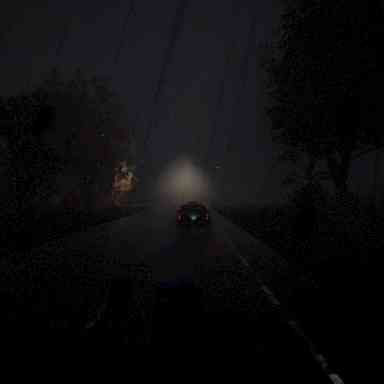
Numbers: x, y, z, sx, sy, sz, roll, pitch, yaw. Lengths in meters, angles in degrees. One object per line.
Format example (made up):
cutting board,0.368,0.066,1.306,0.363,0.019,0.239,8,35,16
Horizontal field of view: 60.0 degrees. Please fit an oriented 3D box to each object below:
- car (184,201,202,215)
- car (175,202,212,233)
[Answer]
car,0.084,1.838,39.196,2.033,1.411,5.357,0,0,0
car,0.089,1.491,20.733,2.097,1.767,4.553,0,0,0
